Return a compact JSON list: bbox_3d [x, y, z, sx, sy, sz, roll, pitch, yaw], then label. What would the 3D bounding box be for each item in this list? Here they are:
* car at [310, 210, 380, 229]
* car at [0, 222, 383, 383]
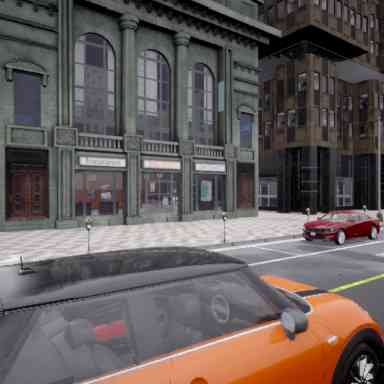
[{"bbox_3d":[6.996,1.547,15.505,4.507,1.381,1.887,0,0,-35],"label":"car"},{"bbox_3d":[-0.089,1.351,3.255,4.553,1.767,2.097,0,0,-35],"label":"car"}]
